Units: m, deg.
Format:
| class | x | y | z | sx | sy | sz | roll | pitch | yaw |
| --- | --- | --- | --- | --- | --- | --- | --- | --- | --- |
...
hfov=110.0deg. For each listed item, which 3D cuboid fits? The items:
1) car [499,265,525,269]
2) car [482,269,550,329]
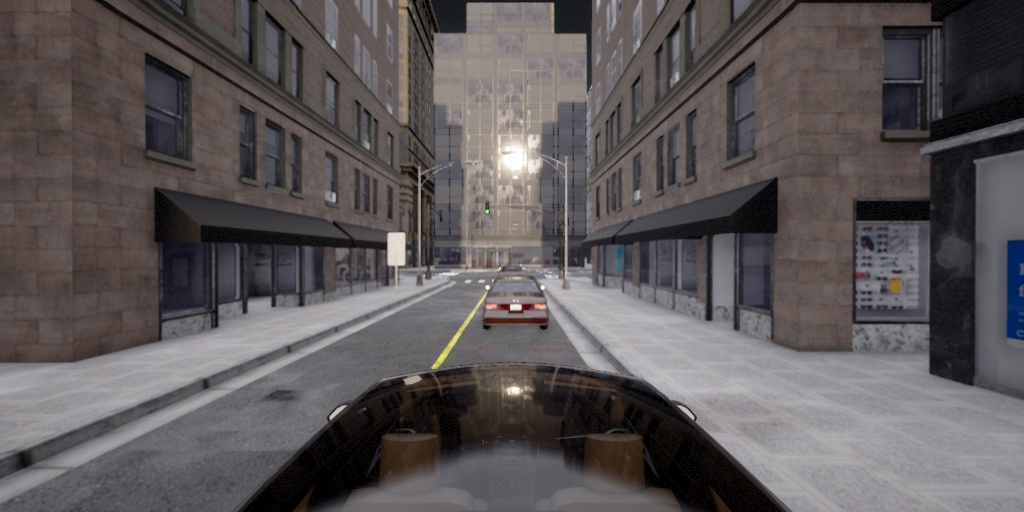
| class | x | y | z | sx | sy | sz | roll | pitch | yaw |
| --- | --- | --- | --- | --- | --- | --- | --- | --- | --- |
| car | -0.004 | 1.312 | 25.976 | 1.994 | 1.385 | 4.181 | 0 | 0 | -2 |
| car | 0.098 | 1.298 | 11.261 | 2.033 | 1.411 | 5.357 | 0 | 0 | 0 |
